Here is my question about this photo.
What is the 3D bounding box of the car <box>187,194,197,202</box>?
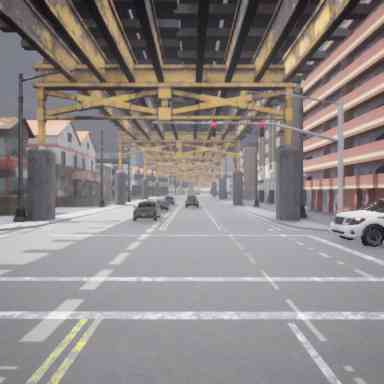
[{"bbox_3d":[-0.016,1.283,69.999,1.882,1.535,5.008,0,1,0],"label":"car"}]

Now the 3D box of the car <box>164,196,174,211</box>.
[{"bbox_3d":[-3.653,1.537,40.168,2.033,1.411,5.357,0,0,0],"label":"car"}]

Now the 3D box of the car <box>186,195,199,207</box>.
[{"bbox_3d":[0.026,1.563,50.478,1.895,1.301,4.718,0,0,0],"label":"car"}]

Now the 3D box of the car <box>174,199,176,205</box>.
[{"bbox_3d":[-3.652,1.453,52.850,1.837,1.490,4.892,0,1,0],"label":"car"}]

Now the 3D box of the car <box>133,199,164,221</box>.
[{"bbox_3d":[-3.637,1.499,27.337,1.837,1.490,4.892,0,0,0],"label":"car"}]

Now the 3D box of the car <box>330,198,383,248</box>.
[{"bbox_3d":[9.020,1.218,14.483,5.566,2.045,2.150,0,0,-2],"label":"car"}]
